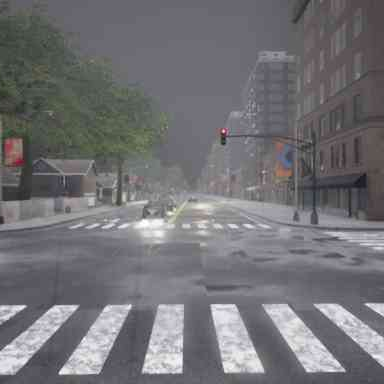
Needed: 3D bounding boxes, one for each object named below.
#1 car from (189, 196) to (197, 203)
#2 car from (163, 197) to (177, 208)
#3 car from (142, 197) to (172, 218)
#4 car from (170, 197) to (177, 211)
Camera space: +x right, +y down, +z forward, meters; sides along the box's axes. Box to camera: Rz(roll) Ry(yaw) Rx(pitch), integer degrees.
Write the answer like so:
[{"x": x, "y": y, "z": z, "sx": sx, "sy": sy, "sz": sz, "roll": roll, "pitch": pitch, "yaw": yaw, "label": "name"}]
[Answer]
[{"x": 0.209, "y": 1.522, "z": 70.222, "sx": 2.128, "sy": 1.511, "sz": 4.902, "roll": 0, "pitch": 0, "yaw": 0, "label": "car"}, {"x": -3.255, "y": 1.537, "z": 49.785, "sx": 1.812, "sy": 1.442, "sz": 4.674, "roll": 0, "pitch": 0, "yaw": 0, "label": "car"}, {"x": -3.297, "y": 1.493, "z": 30.093, "sx": 2.128, "sy": 1.511, "sz": 4.902, "roll": 0, "pitch": 0, "yaw": 0, "label": "car"}, {"x": -3.278, "y": 1.358, "z": 39.828, "sx": 2.097, "sy": 1.767, "sz": 4.553, "roll": 0, "pitch": 0, "yaw": 0, "label": "car"}]
